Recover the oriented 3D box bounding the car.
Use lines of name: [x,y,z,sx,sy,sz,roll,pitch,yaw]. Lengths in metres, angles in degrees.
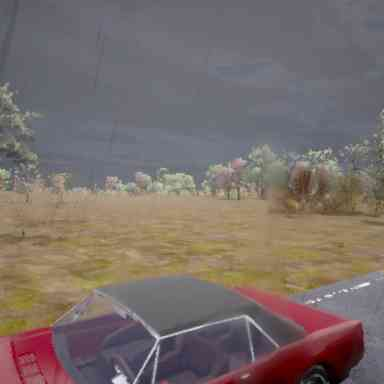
car: [-0.523,1.601,3.004,4.718,1.301,1.895,0,0,-35]
